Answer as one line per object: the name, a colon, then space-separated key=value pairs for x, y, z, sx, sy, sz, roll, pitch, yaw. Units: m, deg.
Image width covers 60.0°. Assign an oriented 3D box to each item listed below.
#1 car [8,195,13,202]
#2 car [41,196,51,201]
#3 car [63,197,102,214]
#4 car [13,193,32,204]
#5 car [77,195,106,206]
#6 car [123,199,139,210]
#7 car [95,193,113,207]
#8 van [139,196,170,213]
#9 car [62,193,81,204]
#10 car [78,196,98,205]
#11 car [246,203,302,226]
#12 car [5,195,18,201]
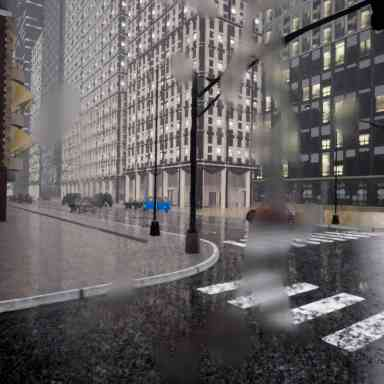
car: x=-37.054 y=1.397 z=69.745 sx=1.947 sy=1.339 sz=4.313 roll=1 pitch=-1 yaw=-35
car: x=-36.768 y=1.570 z=83.807 sx=1.802 sy=1.307 sz=4.206 roll=1 pitch=-1 yaw=-35
car: x=-10.882 y=1.427 z=32.908 sx=2.008 sy=1.369 sz=4.403 roll=1 pitch=-1 yaw=-35
car: x=-30.507 y=1.155 z=60.538 sx=2.192 sy=1.841 sz=5.009 roll=1 pitch=-1 yaw=-35
car: x=-14.564 y=1.536 z=48.010 sx=1.994 sy=1.385 sz=4.181 roll=1 pitch=-1 yaw=-37
car: x=-7.323 y=1.584 z=42.365 sx=2.008 sy=1.369 sz=4.403 roll=1 pitch=-1 yaw=-35
car: x=-14.473 y=1.255 z=53.157 sx=2.150 sy=2.045 sz=5.566 roll=1 pitch=-1 yaw=-35
van: x=-4.048 y=1.382 z=37.762 sx=1.690 sy=1.788 sz=3.998 roll=1 pitch=-1 yaw=-35
car: x=-20.028 y=1.182 z=55.613 sx=2.150 sy=2.045 sz=5.566 roll=1 pitch=-1 yaw=-35
car: x=-18.482 y=1.526 z=58.859 sx=1.837 sy=1.490 sz=4.892 roll=1 pitch=-1 yaw=-35
car: x=5.765 y=1.505 z=23.947 sx=1.967 sy=1.590 sz=4.097 roll=1 pitch=-1 yaw=-35
car: x=-40.325 y=1.378 z=74.350 sx=2.008 sy=1.369 sz=4.403 roll=1 pitch=-1 yaw=-35
